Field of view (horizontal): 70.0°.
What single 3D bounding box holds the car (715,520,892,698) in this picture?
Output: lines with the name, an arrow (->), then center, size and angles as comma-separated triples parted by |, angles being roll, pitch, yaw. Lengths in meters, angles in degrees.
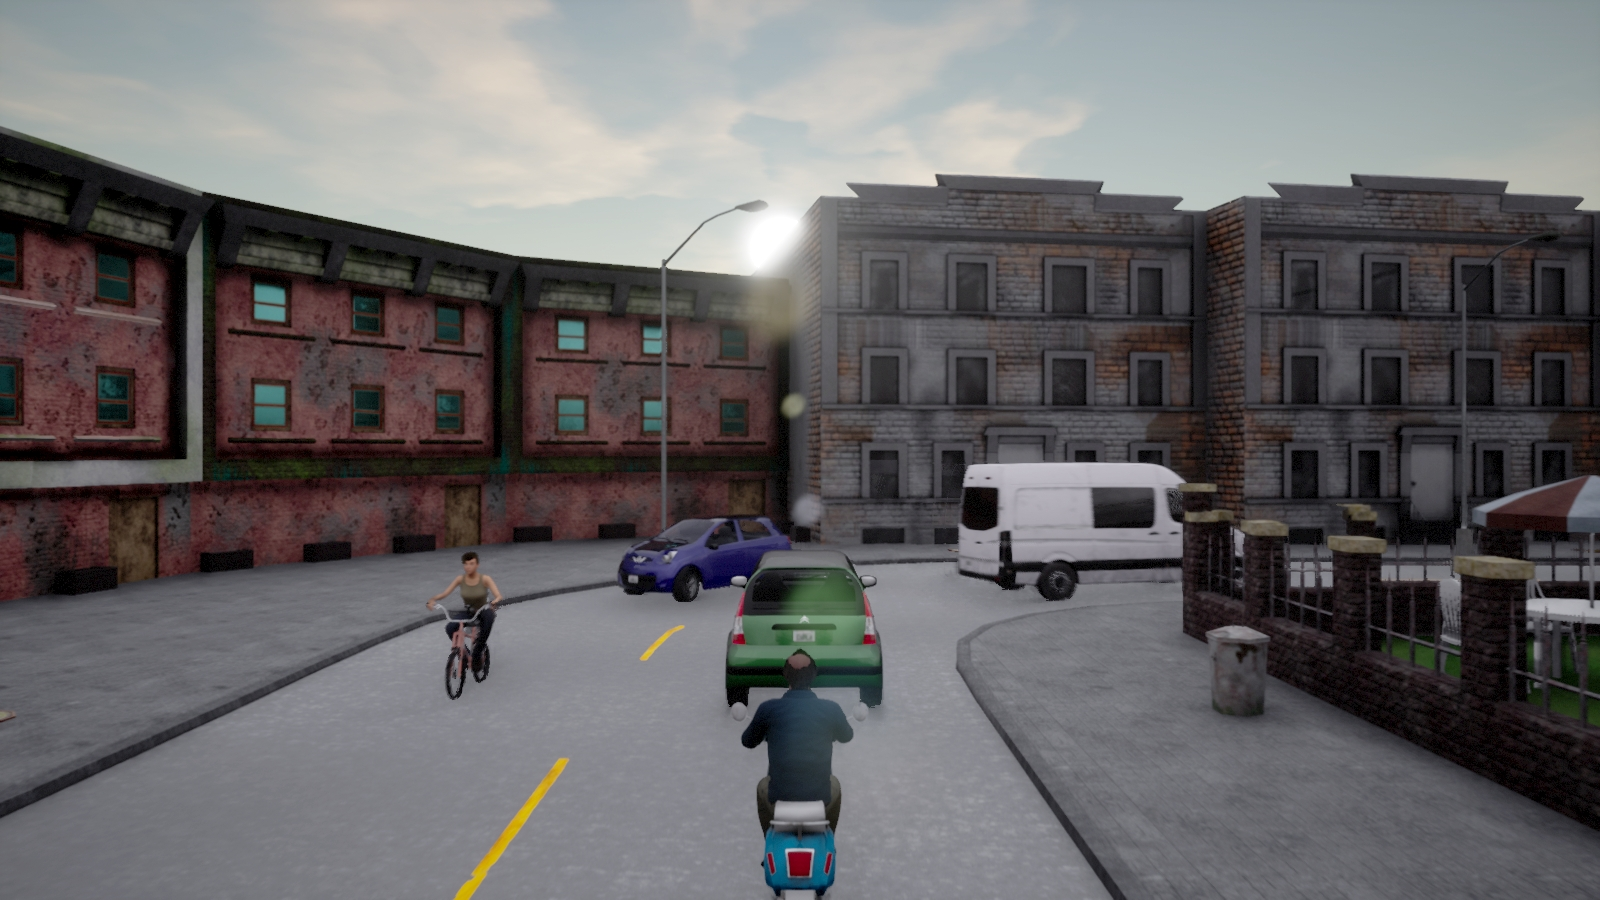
car -> 0.040, 1.779, 13.933 | 1.851, 1.617, 3.988 | 0, 0, 0

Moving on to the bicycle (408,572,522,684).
bicycle -> -3.855, 2.035, 13.286 | 0.859, 1.080, 1.487 | 0, -1, 1

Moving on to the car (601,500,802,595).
car -> -1.855, 1.819, 22.264 | 1.845, 1.501, 3.633 | 0, 0, 41

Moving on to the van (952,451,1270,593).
van -> 6.126, 1.314, 22.548 | 5.915, 2.561, 1.988 | 0, -1, -18
